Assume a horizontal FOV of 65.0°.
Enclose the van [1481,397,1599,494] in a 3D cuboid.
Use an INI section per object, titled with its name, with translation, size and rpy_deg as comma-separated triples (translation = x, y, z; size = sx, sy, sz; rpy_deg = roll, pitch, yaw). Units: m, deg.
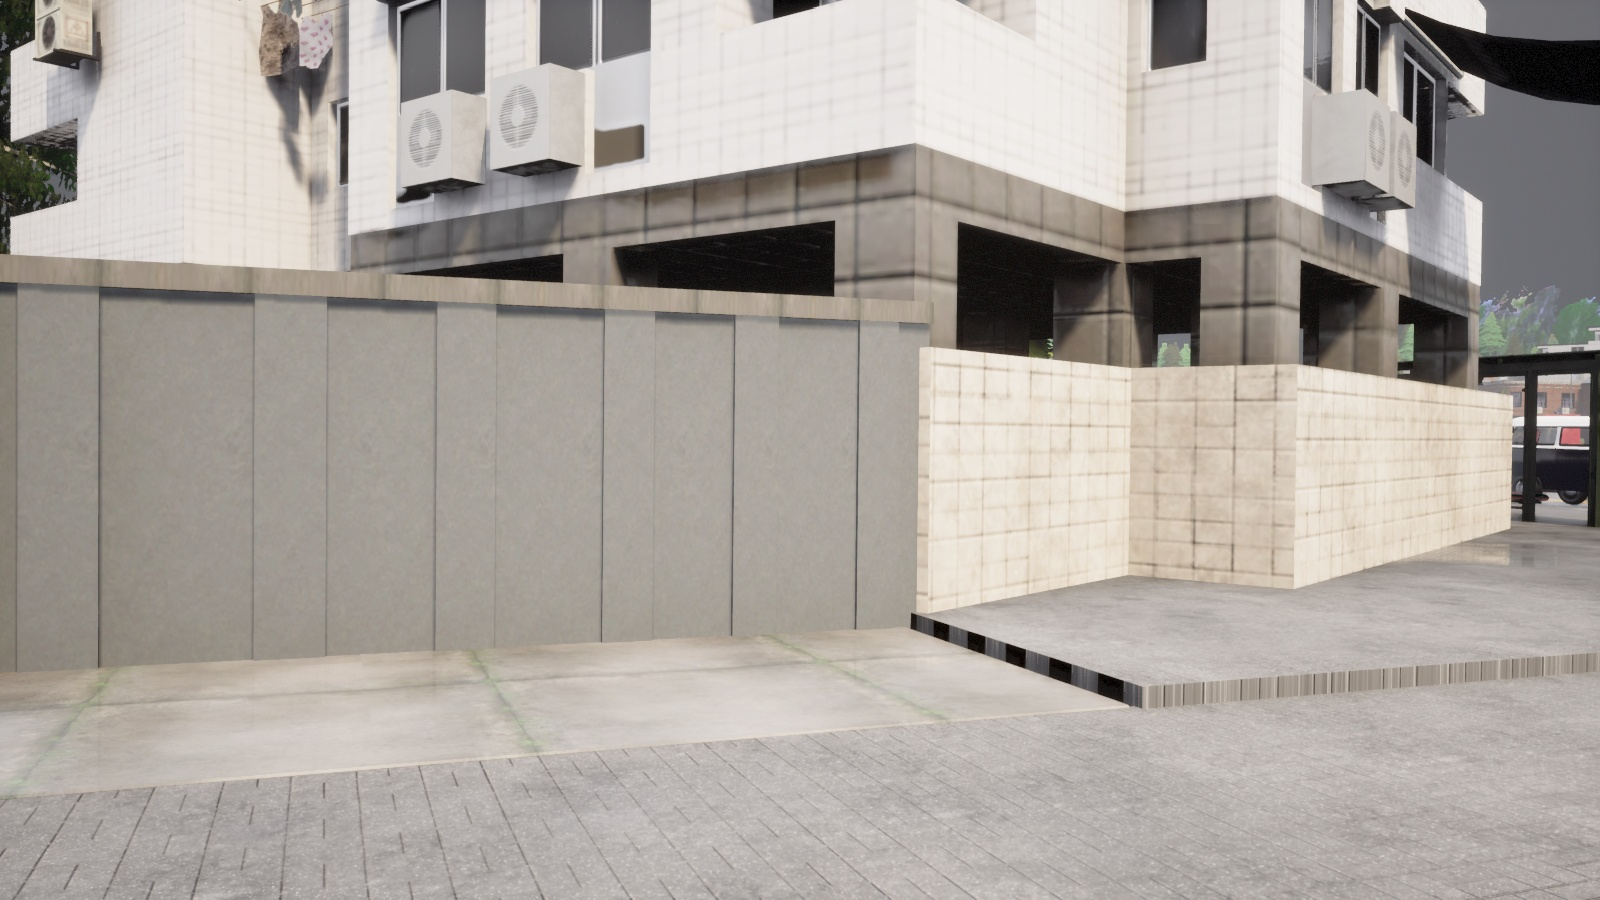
[van]
translation = 17.662, -0.118, 27.599
size = 2.069, 2.038, 4.480
rpy_deg = -1, 1, -21
